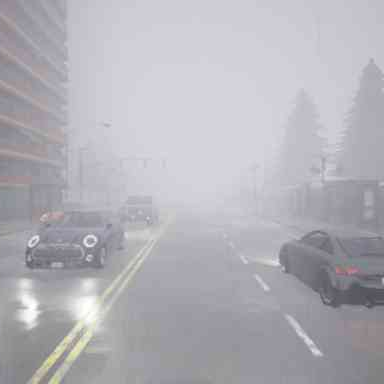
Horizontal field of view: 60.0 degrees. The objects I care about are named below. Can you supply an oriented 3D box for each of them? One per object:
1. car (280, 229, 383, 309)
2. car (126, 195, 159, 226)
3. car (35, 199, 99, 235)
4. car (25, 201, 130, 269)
[{"bbox_3d":[3.536,1.567,7.961,1.994,1.385,4.181,0,0,-1],"label":"car"},{"bbox_3d":[-3.668,1.233,23.701,2.150,2.045,5.566,0,0,1],"label":"car"},{"bbox_3d":[-7.161,1.366,19.689,2.097,1.767,4.553,0,0,0],"label":"car"},{"bbox_3d":[-3.630,1.360,11.143,2.097,1.767,4.553,0,0,0],"label":"car"}]
